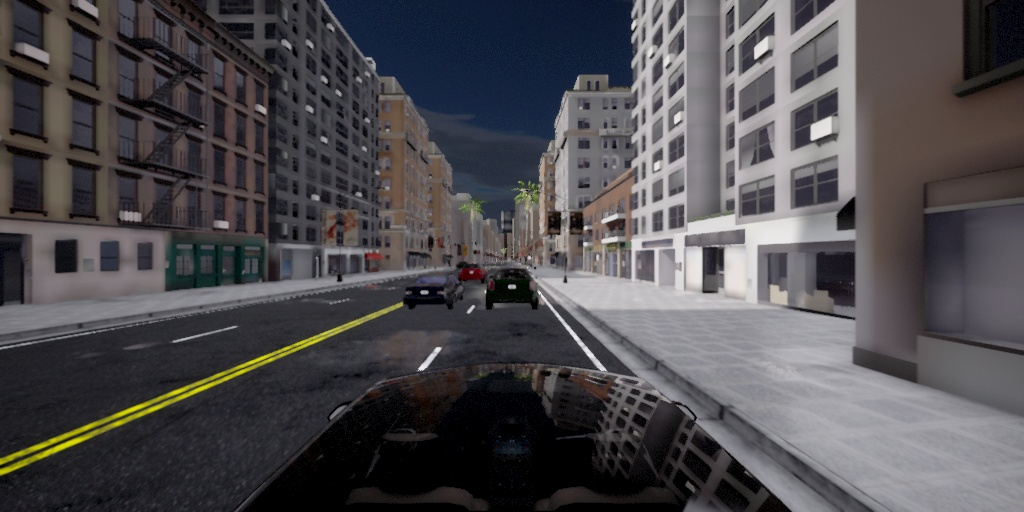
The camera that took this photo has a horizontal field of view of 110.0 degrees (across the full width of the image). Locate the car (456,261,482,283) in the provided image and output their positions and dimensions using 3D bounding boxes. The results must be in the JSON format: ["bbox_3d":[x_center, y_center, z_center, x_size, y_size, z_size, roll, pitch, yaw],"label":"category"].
[{"bbox_3d":[-3.260,1.382,30.918,2.097,1.767,4.553,0,-1,0],"label":"car"}]

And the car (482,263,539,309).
[{"bbox_3d":[-0.002,1.235,15.914,2.097,1.767,4.553,0,-1,0],"label":"car"}]

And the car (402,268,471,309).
[{"bbox_3d":[-3.254,1.431,15.833,2.033,1.411,5.357,0,-1,0],"label":"car"}]
